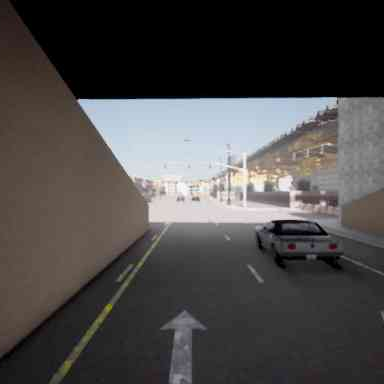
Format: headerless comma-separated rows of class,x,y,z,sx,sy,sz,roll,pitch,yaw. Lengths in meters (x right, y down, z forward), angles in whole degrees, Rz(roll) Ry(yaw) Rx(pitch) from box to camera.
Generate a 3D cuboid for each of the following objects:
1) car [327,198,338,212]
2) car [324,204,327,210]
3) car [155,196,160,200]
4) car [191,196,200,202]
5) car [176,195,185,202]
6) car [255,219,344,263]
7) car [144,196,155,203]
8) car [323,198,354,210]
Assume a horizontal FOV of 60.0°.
car,17.451,1.533,35.229,2.038,1.542,4.974,0,0,-35
car,17.558,1.544,39.836,4.974,1.542,2.038,0,0,-45
car,-9.384,1.712,88.135,1.812,1.442,4.674,0,0,1
car,0.870,1.548,78.384,1.994,1.385,4.181,0,0,1
car,-2.629,1.521,78.473,2.128,1.511,4.902,0,0,1
car,3.543,1.629,12.006,1.895,1.301,4.718,0,0,1
car,-9.788,1.667,72.355,1.837,1.490,4.892,0,0,1
car,17.595,1.386,39.873,4.536,1.218,1.853,0,0,-45
